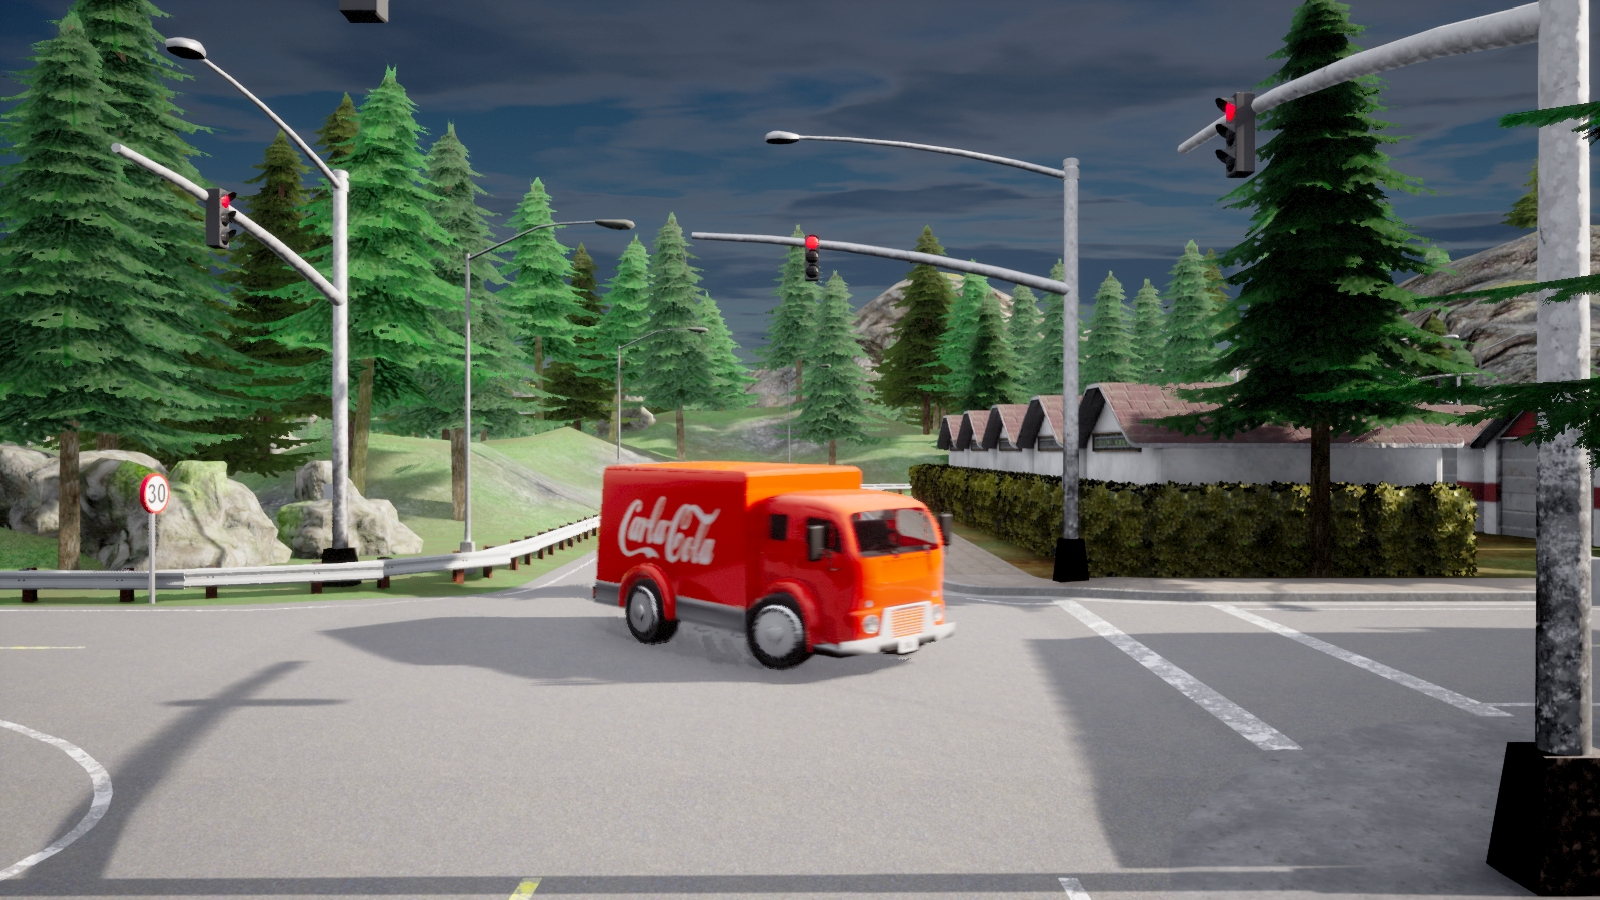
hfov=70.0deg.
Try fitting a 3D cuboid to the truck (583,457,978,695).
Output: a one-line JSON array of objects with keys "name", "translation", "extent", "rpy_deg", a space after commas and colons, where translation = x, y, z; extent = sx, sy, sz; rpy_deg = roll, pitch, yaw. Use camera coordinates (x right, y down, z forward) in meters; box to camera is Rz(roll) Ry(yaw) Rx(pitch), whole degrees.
[{"name": "truck", "translation": [-0.444, 1.442, 15.677], "extent": [2.627, 2.467, 5.204], "rpy_deg": [-2, 2, -42]}]
